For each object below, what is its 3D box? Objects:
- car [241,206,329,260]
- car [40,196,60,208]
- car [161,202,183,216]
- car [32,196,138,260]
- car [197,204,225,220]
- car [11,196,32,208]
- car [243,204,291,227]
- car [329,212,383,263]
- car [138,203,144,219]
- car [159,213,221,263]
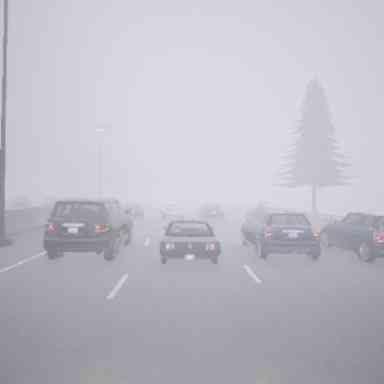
[{"bbox_3d":[3.319,1.481,13.286,2.097,1.767,4.553,1,0,-2],"label":"car"},{"bbox_3d":[-19.573,1.390,46.126,1.837,1.490,4.892,1,-1,-15],"label":"car"},{"bbox_3d":[-1.870,1.651,30.570,1.812,1.442,4.674,1,0,-8],"label":"car"},{"bbox_3d":[-3.631,1.224,12.561,2.150,2.045,5.566,1,0,-2],"label":"car"},{"bbox_3d":[1.657,1.755,30.579,1.994,1.385,4.181,1,0,-8],"label":"car"},{"bbox_3d":[-22.845,1.324,44.835,1.837,1.490,4.892,1,-1,-15],"label":"car"},{"bbox_3d":[5.763,1.790,26.288,2.033,1.411,5.357,1,0,-7],"label":"car"},{"bbox_3d":[6.829,1.545,12.974,2.097,1.767,4.553,1,0,-2],"label":"car"},{"bbox_3d":[-5.346,1.624,30.105,1.994,1.385,4.181,1,0,-8],"label":"car"},{"bbox_3d":[-0.134,1.662,12.153,1.895,1.301,4.718,1,0,-2],"label":"car"}]
